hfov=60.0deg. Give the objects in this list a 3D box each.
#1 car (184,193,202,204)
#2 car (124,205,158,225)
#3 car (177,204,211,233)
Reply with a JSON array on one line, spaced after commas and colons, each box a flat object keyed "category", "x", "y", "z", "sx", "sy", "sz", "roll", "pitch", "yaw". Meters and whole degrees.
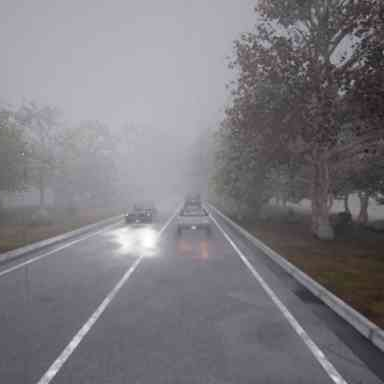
[{"category": "car", "x": 0.108, "y": 1.156, "z": 43.139, "sx": 2.150, "sy": 2.045, "sz": 5.566, "roll": 0, "pitch": 0, "yaw": 0}, {"category": "car", "x": -3.594, "y": 1.594, "z": 24.157, "sx": 1.895, "sy": 1.301, "sz": 4.718, "roll": 0, "pitch": 0, "yaw": 0}, {"category": "car", "x": 0.105, "y": 1.597, "z": 19.828, "sx": 1.895, "sy": 1.301, "sz": 4.718, "roll": 0, "pitch": 0, "yaw": 0}]
